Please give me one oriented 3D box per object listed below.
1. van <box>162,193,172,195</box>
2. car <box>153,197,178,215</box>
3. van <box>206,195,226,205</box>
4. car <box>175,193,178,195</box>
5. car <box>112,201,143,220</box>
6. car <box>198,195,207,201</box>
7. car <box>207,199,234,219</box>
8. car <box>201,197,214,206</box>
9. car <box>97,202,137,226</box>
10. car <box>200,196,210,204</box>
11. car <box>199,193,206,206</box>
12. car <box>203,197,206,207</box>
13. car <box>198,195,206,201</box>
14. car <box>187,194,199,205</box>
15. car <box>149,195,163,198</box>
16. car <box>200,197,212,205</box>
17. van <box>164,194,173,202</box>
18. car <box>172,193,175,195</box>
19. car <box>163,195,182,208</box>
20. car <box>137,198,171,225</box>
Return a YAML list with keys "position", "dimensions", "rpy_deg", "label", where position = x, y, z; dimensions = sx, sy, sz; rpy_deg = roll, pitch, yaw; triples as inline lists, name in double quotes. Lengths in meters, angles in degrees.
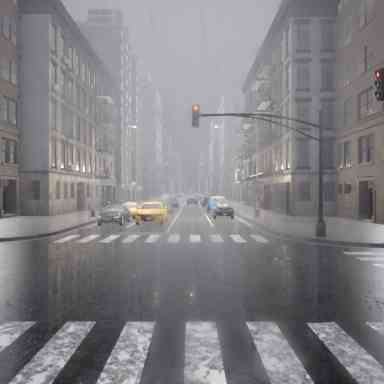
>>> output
- position: [-5.472, 1.336, 66.681]
  dimensions: [1.690, 1.788, 3.998]
  rpy_deg: [0, 0, 0]
  label: "van"
- position: [-2.867, 1.544, 34.809]
  dimensions: [2.033, 1.411, 5.357]
  rpy_deg: [0, 0, 0]
  label: "car"
- position: [2.619, 1.338, 34.251]
  dimensions: [1.690, 1.788, 3.998]
  rpy_deg: [0, 0, 0]
  label: "van"
- position: [-5.506, 1.545, 88.307]
  dimensions: [2.008, 1.369, 4.403]
  rpy_deg: [0, 0, 0]
  label: "car"
- position: [-5.414, 1.523, 28.668]
  dimensions: [1.752, 1.417, 4.829]
  rpy_deg: [0, 0, 0]
  label: "car"
- position: [2.601, 1.539, 82.907]
  dimensions: [1.887, 1.381, 4.507]
  rpy_deg: [0, 0, 0]
  label: "car"
- position: [2.621, 1.548, 28.844]
  dimensions: [2.008, 1.369, 4.403]
  rpy_deg: [0, 0, 0]
  label: "car"
- position: [2.611, 1.561, 55.876]
  dimensions: [1.947, 1.339, 4.313]
  rpy_deg: [0, 0, 0]
  label: "car"
- position: [-5.405, 1.549, 23.432]
  dimensions: [2.008, 1.369, 4.403]
  rpy_deg: [0, 0, 0]
  label: "car"
- position: [2.607, 1.521, 66.857]
  dimensions: [1.752, 1.417, 4.829]
  rpy_deg: [0, 0, 0]
  label: "car"
- position: [2.613, 1.311, 50.469]
  dimensions: [2.192, 1.841, 5.009]
  rpy_deg: [0, 0, 0]
  label: "car"
- position: [2.617, 1.578, 39.657]
  dimensions: [1.802, 1.307, 4.206]
  rpy_deg: [0, 0, 0]
  label: "car"
- position: [2.599, 1.560, 88.313]
  dimensions: [1.947, 1.339, 4.313]
  rpy_deg: [0, 0, 0]
  label: "car"
- position: [0.063, 1.500, 57.005]
  dimensions: [1.837, 1.490, 4.892]
  rpy_deg: [0, 0, 0]
  label: "car"
- position: [-5.439, 1.436, 45.057]
  dimensions: [1.967, 1.590, 4.097]
  rpy_deg: [0, 0, 0]
  label: "car"
- position: [2.609, 1.546, 61.282]
  dimensions: [2.008, 1.369, 4.403]
  rpy_deg: [0, 0, 0]
  label: "car"
- position: [-5.489, 1.336, 77.494]
  dimensions: [1.690, 1.788, 3.998]
  rpy_deg: [0, 0, 0]
  label: "van"
- position: [-5.480, 1.310, 72.087]
  dimensions: [2.192, 1.841, 5.009]
  rpy_deg: [0, 0, 0]
  label: "car"
- position: [-2.865, 1.560, 46.239]
  dimensions: [1.994, 1.385, 4.181]
  rpy_deg: [0, 0, 0]
  label: "car"
- position: [-2.868, 1.475, 24.347]
  dimensions: [1.882, 1.535, 5.008]
  rpy_deg: [0, 0, 0]
  label: "car"
